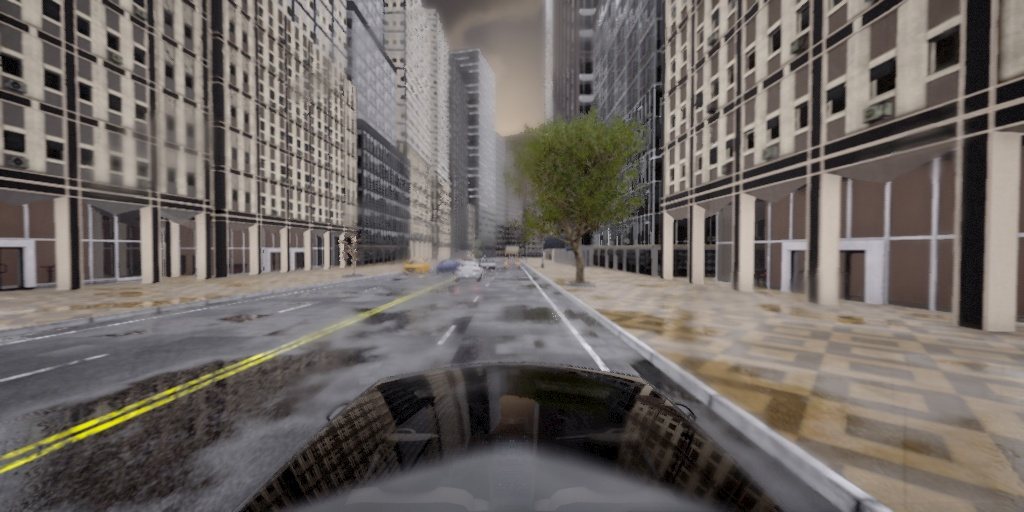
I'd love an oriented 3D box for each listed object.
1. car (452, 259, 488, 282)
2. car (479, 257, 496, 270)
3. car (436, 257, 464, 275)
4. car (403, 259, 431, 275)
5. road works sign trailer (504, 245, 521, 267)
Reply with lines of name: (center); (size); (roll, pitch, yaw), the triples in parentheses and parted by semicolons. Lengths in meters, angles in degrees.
car: (-3.131, 1.175, 27.407); (1.812, 1.442, 4.674); (0, 0, 0)
car: (-3.117, 1.170, 48.501); (1.895, 1.301, 4.718); (0, 0, 0)
car: (-6.566, 1.090, 37.228); (1.882, 1.535, 5.008); (0, 0, 0)
car: (-9.815, 1.089, 37.221); (1.882, 1.535, 5.008); (0, 0, 0)
road works sign trailer: (0.046, -0.008, 59.249); (2.380, 3.560, 2.880); (0, 0, 1)
